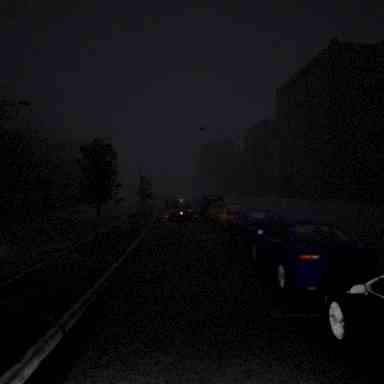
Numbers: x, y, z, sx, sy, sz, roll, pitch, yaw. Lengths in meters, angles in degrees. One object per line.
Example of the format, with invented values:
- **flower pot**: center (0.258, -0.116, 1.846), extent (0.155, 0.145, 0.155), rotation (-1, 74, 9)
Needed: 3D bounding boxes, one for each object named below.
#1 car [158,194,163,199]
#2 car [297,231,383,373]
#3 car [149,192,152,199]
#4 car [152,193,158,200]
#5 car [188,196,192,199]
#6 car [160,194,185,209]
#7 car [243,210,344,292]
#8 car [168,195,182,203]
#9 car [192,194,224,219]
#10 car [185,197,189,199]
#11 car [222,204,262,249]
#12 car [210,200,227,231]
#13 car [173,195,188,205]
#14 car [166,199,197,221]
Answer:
- **car**: center (-5.632, 1.266, 75.144), extent (2.097, 1.535, 5.008), rotation (0, 0, -14)
- **car**: center (3.039, 1.485, 3.450), extent (2.231, 1.521, 4.892), rotation (0, 0, 0)
- **car**: center (-9.705, 1.186, 91.178), extent (2.002, 1.452, 4.674), rotation (0, 0, -14)
- **car**: center (-8.338, 1.189, 85.798), extent (2.231, 1.521, 4.892), rotation (0, 0, -14)
- **car**: center (1.209, 1.460, 36.794), extent (2.231, 1.521, 4.892), rotation (0, 0, -5)
- **car**: center (-2.575, 1.436, 42.752), extent (2.128, 1.511, 4.902), rotation (0, 0, -7)
- **car**: center (2.939, 1.489, 9.011), extent (2.097, 1.535, 5.008), rotation (0, 0, -1)
- **car**: center (-3.452, 1.353, 65.797), extent (2.163, 1.488, 4.792), rotation (0, 0, -11)
- **car**: center (1.738, 1.224, 31.271), extent (2.435, 2.045, 5.566), rotation (0, 0, -5)
- **car**: center (-0.248, 1.408, 48.026), extent (1.946, 1.575, 5.366), rotation (0, 0, -8)
- **car**: center (2.784, 1.492, 14.578), extent (2.097, 1.535, 5.008), rotation (0, 0, -2)
- **car**: center (2.528, 1.488, 20.325), extent (1.946, 1.575, 5.366), rotation (0, 0, -2)
- **car**: center (-2.078, 1.356, 58.891), extent (1.946, 1.575, 5.366), rotation (0, 0, -10)
- **car**: center (-0.950, 1.561, 27.169), extent (1.994, 1.385, 4.181), rotation (0, 0, -4)
